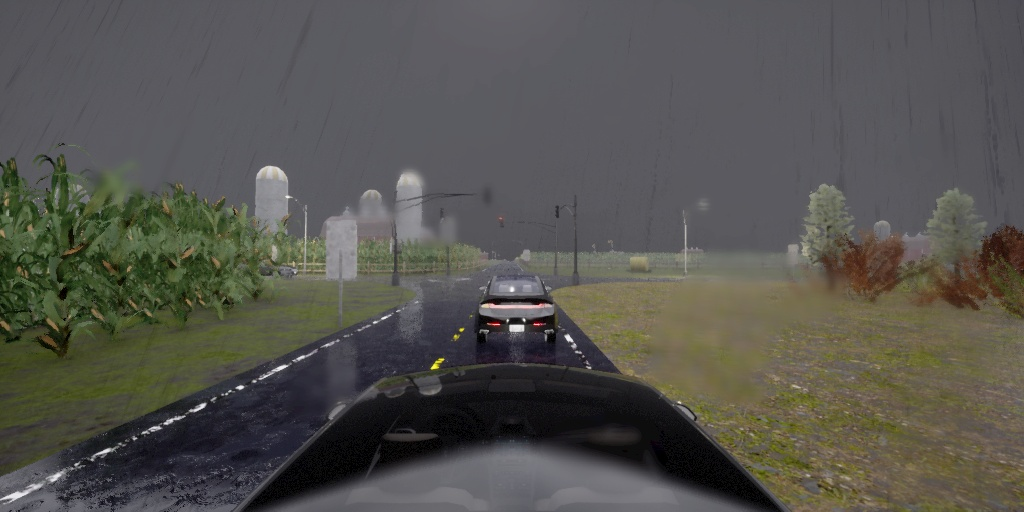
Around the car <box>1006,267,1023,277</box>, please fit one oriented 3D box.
[{"bbox_3d":[48.659,1.720,33.524,4.674,1.442,1.812,1,-1,-5],"label":"car"}]

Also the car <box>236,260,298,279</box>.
[{"bbox_3d":[-19.947,1.059,28.811,4.902,1.511,2.128,0,-1,-4],"label":"car"}]

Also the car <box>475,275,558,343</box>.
[{"bbox_3d":[0.099,1.245,9.660,2.128,1.511,4.902,0,0,0],"label":"car"}]
